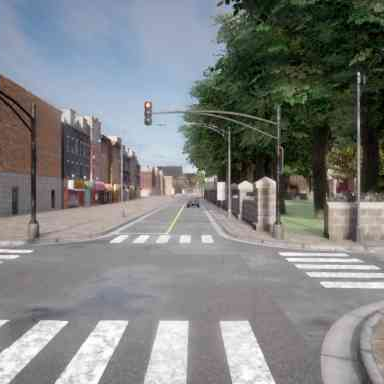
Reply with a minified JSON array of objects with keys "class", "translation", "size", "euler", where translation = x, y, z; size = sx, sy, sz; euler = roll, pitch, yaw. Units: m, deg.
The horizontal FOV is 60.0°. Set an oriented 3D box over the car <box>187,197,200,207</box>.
[{"class":"car","translation":[0.175,1.526,50.262],"size":[2.033,1.411,5.357],"euler":[0,0,0]}]
